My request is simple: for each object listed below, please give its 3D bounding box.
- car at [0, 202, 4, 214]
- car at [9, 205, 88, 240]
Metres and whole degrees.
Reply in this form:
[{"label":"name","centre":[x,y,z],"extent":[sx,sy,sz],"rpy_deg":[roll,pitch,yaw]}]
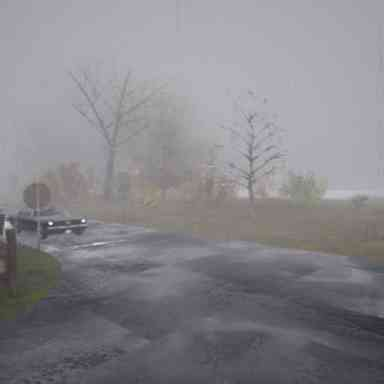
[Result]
[{"label":"car","centre":[-14.793,1.019,23.267],"extent":[4.902,1.511,2.128],"rpy_deg":[1,2,44]},{"label":"car","centre":[-6.787,1.314,15.542],"extent":[4.718,1.301,1.895],"rpy_deg":[1,2,44]}]
